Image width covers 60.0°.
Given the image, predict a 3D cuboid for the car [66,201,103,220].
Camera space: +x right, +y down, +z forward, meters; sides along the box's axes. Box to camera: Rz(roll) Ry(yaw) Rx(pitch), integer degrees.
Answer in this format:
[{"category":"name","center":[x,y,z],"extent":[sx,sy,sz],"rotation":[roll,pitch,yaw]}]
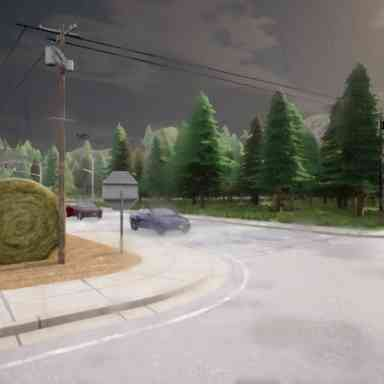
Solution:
[{"category":"car","center":[-9.335,1.511,28.560],"extent":[1.882,1.535,5.008],"rotation":[0,0,-38]}]

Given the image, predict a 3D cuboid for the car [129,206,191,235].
[{"category":"car","center":[-1.989,1.559,19.227],"extent":[1.812,1.442,4.674],"rotation":[0,0,-38]}]
